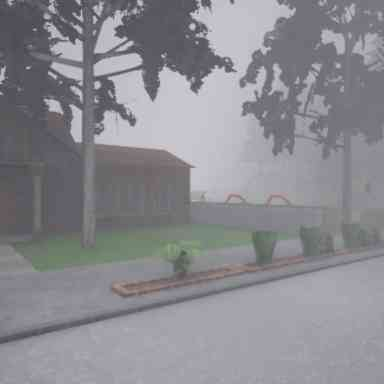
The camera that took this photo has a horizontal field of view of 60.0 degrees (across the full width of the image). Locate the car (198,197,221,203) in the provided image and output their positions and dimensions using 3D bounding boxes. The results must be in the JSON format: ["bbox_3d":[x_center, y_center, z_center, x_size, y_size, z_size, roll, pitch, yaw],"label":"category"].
[{"bbox_3d":[2.683,1.574,50.549,1.837,1.490,4.892,0,-1,-35],"label":"car"}]
